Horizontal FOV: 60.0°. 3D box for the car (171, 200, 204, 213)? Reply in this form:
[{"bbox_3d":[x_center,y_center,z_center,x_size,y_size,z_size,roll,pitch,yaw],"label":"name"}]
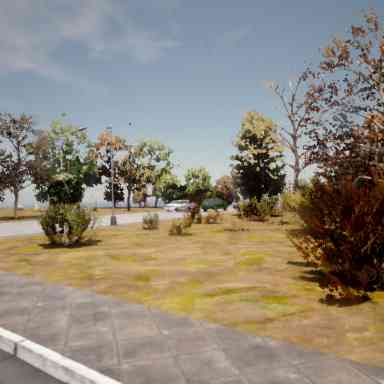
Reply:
[{"bbox_3d":[-0.679,2.516,53.305,2.128,1.511,4.902,-3,-2,32],"label":"car"}]

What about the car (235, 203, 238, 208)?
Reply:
[{"bbox_3d":[9.366,2.575,62.406,1.895,1.301,4.718,-3,-2,33],"label":"car"}]

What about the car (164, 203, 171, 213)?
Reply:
[{"bbox_3d":[-2.431,2.430,57.080,2.150,2.045,5.566,-3,-3,32],"label":"car"}]

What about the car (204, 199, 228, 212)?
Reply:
[{"bbox_3d":[3.715,2.100,53.502,2.150,2.045,5.566,-3,-2,32],"label":"car"}]
